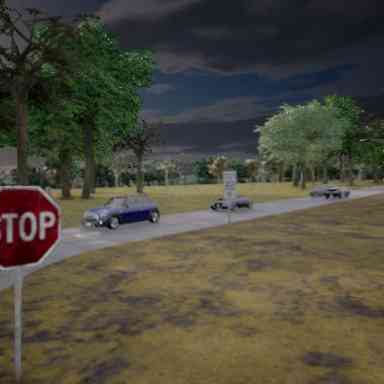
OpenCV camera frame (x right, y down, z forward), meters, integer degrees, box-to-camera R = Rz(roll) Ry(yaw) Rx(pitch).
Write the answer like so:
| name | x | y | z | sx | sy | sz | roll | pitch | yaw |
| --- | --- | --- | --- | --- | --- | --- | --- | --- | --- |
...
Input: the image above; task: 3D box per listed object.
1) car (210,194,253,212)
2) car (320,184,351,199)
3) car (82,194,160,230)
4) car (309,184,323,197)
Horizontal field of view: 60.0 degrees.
| name | x | y | z | sx | sy | sz | roll | pitch | yaw |
| --- | --- | --- | --- | --- | --- | --- | --- | --- | --- |
| car | 3.360 | 0.825 | 27.766 | 1.994 | 1.385 | 4.181 | 0 | 2 | 41 |
| car | 17.374 | 0.034 | 39.572 | 1.837 | 1.490 | 4.892 | 0 | 2 | 41 |
| car | -3.996 | 1.038 | 19.097 | 2.097 | 1.767 | 4.553 | 0 | 2 | 39 |
| car | 17.199 | -0.251 | 43.803 | 2.097 | 1.767 | 4.553 | 0 | 3 | 41 |
